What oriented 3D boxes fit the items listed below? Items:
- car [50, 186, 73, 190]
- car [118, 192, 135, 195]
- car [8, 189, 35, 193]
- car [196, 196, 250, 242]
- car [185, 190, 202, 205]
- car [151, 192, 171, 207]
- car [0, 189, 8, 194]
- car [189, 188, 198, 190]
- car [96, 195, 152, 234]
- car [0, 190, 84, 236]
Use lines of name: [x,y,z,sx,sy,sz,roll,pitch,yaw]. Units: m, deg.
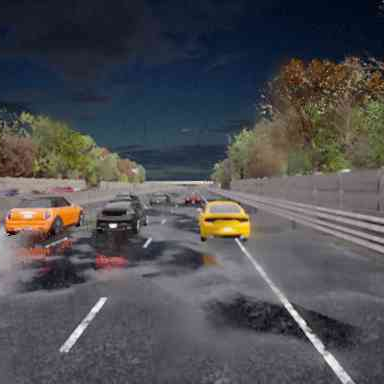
car: [-17.429,0.227,43.849,2.150,2.045,5.566,0,1,1]
car: [-6.773,0.701,34.775,2.128,1.511,4.902,0,1,0]
car: [-20.934,0.509,42.570,1.882,1.535,5.008,0,1,0]
car: [1.280,1.144,14.482,1.882,1.535,5.008,0,1,0]
car: [0.178,0.745,37.839,1.895,1.301,4.718,0,1,1]
car: [-3.275,0.702,34.770,2.128,1.511,4.902,0,1,0]
car: [-24.424,0.357,43.636,2.097,1.767,4.553,0,1,0]
car: [0.182,0.223,50.203,2.097,1.767,4.553,0,1,0]
car: [-3.339,1.123,16.523,1.837,1.490,4.892,0,1,0]
car: [-6.841,0.980,16.043,2.097,1.767,4.553,0,1,0]
